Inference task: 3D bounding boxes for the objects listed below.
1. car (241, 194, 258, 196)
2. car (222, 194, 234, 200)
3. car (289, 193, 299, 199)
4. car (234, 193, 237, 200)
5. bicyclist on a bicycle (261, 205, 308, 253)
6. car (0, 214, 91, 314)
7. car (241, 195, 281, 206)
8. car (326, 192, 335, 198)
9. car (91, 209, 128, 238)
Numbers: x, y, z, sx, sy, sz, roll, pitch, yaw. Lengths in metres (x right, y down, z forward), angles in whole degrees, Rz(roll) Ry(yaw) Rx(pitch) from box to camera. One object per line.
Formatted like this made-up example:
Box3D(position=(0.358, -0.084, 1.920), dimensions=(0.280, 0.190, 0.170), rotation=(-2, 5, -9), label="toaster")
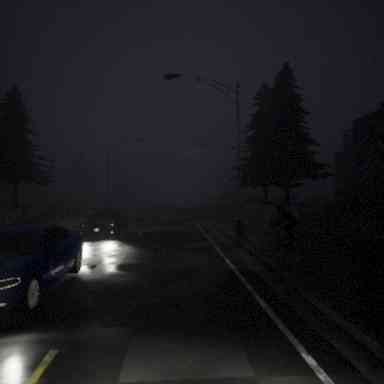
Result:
Box3D(position=(10.209, 1.222, 60.483), dimensions=(1.845, 1.501, 3.633), rotation=(-1, 0, -3), label="car")
Box3D(position=(8.803, 1.203, 86.479), dimensions=(2.007, 1.523, 4.514), rotation=(-1, 0, -3), label="car")
Box3D(position=(24.171, 0.971, 79.671), dimensions=(1.845, 1.501, 3.633), rotation=(-1, 0, -3), label="car")
Box3D(position=(11.932, 1.151, 86.699), dimensions=(2.152, 1.636, 5.027), rotation=(-1, 0, -3), label="car")
Box3D(position=(3.139, 1.254, 11.314), dimensions=(1.656, 1.620, 0.582), rotation=(0, 0, -4), label="bicyclist on a bicycle")
Box3D(position=(-4.034, 1.532, 7.885), dimensions=(1.882, 1.535, 5.008), rotation=(-1, 0, -4), label="car")
Box3D(position=(9.197, 1.451, 42.938), dimensions=(4.718, 1.301, 1.895), rotation=(-1, 0, -5), label="car")
Box3D(position=(34.151, 0.811, 80.165), dimensions=(2.007, 1.523, 4.514), rotation=(-1, 0, -3), label="car")
Box3D(position=(-4.647, 1.625, 17.828), dimensions=(1.994, 1.385, 4.181), rotation=(-1, 0, -3), label="car")
